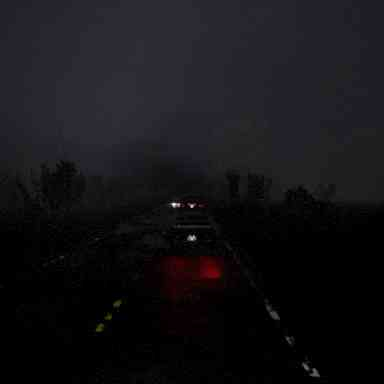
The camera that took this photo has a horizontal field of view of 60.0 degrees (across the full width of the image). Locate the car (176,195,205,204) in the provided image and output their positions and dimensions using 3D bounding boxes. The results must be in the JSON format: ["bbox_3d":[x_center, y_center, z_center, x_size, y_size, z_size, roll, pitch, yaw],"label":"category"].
[{"bbox_3d":[0.000,1.255,29.664,2.150,2.045,5.566,0,0,0],"label":"car"}]

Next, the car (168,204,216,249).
[{"bbox_3d":[0.000,1.496,14.633,2.128,1.511,4.902,0,0,0],"label":"car"}]

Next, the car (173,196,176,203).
[{"bbox_3d":[-3.000,1.483,68.654,2.128,1.511,4.902,0,0,0],"label":"car"}]
